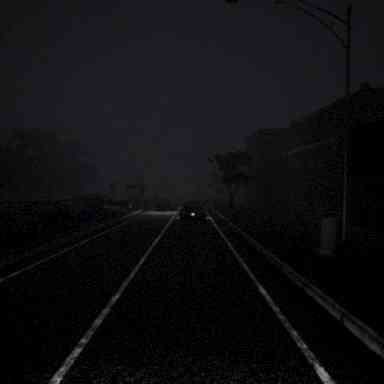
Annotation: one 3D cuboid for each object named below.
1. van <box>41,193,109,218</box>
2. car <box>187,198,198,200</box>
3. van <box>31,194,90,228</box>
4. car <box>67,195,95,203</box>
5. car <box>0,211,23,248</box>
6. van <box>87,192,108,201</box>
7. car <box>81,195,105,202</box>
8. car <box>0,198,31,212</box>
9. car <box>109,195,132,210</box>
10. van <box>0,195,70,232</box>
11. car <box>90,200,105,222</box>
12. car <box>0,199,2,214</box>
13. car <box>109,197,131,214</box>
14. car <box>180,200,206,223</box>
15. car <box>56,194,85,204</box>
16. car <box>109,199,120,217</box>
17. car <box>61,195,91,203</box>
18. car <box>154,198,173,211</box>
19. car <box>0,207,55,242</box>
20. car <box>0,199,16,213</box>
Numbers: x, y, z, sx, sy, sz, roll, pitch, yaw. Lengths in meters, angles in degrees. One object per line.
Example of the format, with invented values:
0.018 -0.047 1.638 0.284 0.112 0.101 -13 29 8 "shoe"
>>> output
-9.127 1.280 25.852 4.442 1.987 1.878 0 0 0 "van"
0.041 1.491 41.870 1.812 1.442 4.674 0 0 0 "car"
-8.878 1.298 20.243 4.442 1.987 1.878 0 0 0 "van"
-22.196 1.370 66.664 4.892 1.521 2.231 0 0 0 "car"
-8.968 1.572 11.830 4.674 1.452 2.002 0 0 0 "car"
-22.116 1.112 77.763 4.442 1.987 1.878 0 0 0 "van"
-22.255 1.375 74.990 4.792 1.488 2.163 0 0 0 "car"
-21.940 1.458 38.908 5.366 1.575 1.946 0 0 0 "car"
-9.005 1.225 34.263 5.566 2.045 2.435 0 0 0 "car"
-9.103 1.303 17.440 4.442 1.987 1.878 0 0 0 "van"
-8.997 1.515 23.050 5.008 1.535 2.097 0 0 0 "car"
-22.117 1.481 33.358 4.892 1.521 2.231 0 0 0 "car"
-8.840 1.483 31.460 5.366 1.575 1.946 0 0 0 "car"
0.064 1.572 25.929 1.994 1.385 4.181 0 0 0 "car"
-22.219 1.260 61.112 4.553 1.767 2.185 0 0 0 "car"
-9.020 1.536 28.657 4.674 1.452 2.002 0 0 0 "car"
-22.201 1.377 63.889 5.008 1.535 2.097 0 0 0 "car"
-3.398 1.449 40.130 1.882 1.535 5.008 0 0 0 "car"
-9.008 1.563 14.638 4.792 1.488 2.163 0 0 0 "car"
-22.147 1.500 36.133 4.792 1.488 2.163 0 0 0 "car"
